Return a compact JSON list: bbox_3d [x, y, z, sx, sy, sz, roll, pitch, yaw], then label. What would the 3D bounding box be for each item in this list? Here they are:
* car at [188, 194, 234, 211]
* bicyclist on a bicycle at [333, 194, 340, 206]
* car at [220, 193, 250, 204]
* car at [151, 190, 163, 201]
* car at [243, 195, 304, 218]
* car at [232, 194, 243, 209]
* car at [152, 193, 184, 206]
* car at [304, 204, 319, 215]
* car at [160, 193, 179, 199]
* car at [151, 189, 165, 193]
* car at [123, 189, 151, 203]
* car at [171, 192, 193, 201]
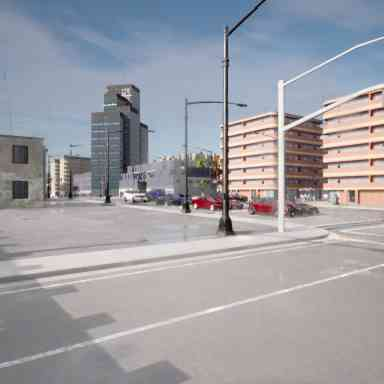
[{"bbox_3d":[1.968,1.229,36.891,1.882,1.535,5.008,0,1,-34],"label":"car"},{"bbox_3d":[19.984,1.094,45.971,1.656,1.620,0.582,0,1,-34],"label":"bicyclist on a bicycle"},{"bbox_3d":[6.984,1.035,54.715,2.128,1.511,4.902,0,1,-34],"label":"car"},{"bbox_3d":[-7.294,0.877,56.725,1.837,1.490,4.892,0,1,-34],"label":"car"},{"bbox_3d":[7.115,1.231,29.382,2.097,1.767,4.553,0,1,-34],"label":"car"},{"bbox_3d":[4.148,1.256,39.910,1.812,1.442,4.674,0,1,-34],"label":"car"},{"bbox_3d":[-3.156,1.157,44.400,1.994,1.385,4.181,0,1,-34],"label":"car"},{"bbox_3d":[9.496,1.413,32.090,2.033,1.411,5.357,0,1,-35],"label":"car"},{"bbox_3d":[-4.865,0.793,71.880,1.895,1.301,4.718,0,1,-34],"label":"car"},{"bbox_3d":[-7.565,0.334,69.601,2.150,2.045,5.566,0,1,-34],"label":"car"},{"bbox_3d":[-9.121,0.627,53.177,2.150,2.045,5.566,0,1,-33],"label":"car"},{"bbox_3d":[-1.907,0.862,61.431,1.837,1.490,4.892,0,1,-34],"label":"car"}]
